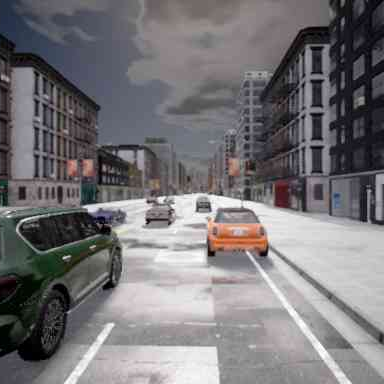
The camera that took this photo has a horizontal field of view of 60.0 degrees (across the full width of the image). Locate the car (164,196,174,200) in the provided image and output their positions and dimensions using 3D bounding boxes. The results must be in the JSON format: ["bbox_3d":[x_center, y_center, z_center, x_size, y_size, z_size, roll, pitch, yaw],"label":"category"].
[{"bbox_3d":[-4.443,1.606,63.813,2.128,1.511,4.902,0,0,2],"label":"car"}]

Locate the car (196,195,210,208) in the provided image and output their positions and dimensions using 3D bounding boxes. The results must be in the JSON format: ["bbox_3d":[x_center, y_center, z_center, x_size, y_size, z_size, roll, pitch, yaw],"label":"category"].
[{"bbox_3d":[1.703,1.437,50.881,2.097,1.767,4.553,0,0,2],"label":"car"}]

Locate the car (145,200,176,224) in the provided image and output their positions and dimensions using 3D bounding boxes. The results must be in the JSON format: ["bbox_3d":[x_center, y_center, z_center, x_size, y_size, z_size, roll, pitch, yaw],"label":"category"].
[{"bbox_3d":[-2.287,1.595,25.030,2.033,1.411,5.357,0,0,2],"label":"car"}]

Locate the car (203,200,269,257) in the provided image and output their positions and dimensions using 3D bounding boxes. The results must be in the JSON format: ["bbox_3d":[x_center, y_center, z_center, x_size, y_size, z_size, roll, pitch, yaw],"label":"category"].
[{"bbox_3d":[1.621,1.376,13.203,2.097,1.767,4.553,0,0,2],"label":"car"}]

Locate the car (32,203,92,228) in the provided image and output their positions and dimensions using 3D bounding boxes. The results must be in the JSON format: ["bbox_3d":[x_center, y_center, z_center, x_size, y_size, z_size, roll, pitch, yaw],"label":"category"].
[{"bbox_3d":[-9.037,1.600,23.687,2.033,1.411,5.357,0,0,2],"label":"car"}]

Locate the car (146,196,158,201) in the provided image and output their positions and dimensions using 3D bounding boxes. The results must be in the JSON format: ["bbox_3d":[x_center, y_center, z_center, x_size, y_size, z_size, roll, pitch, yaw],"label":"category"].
[{"bbox_3d":[-7.674,1.596,64.305,1.882,1.535,5.008,0,0,2],"label":"car"}]

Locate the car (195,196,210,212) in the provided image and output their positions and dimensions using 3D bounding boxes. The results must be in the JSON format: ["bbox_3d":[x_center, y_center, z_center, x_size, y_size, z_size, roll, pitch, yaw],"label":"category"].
[{"bbox_3d":[1.424,1.572,40.547,1.837,1.490,4.892,0,0,2],"label":"car"}]

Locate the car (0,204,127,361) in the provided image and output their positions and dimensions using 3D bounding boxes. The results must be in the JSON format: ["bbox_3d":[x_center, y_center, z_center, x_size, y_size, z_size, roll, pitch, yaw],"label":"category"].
[{"bbox_3d":[-2.896,1.238,6.109,2.150,2.045,5.566,0,0,2],"label":"car"}]

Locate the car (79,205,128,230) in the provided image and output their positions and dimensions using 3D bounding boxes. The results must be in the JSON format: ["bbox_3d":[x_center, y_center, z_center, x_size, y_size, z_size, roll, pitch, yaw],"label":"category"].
[{"bbox_3d":[-5.821,1.648,22.551,1.895,1.301,4.718,0,0,2],"label":"car"}]
